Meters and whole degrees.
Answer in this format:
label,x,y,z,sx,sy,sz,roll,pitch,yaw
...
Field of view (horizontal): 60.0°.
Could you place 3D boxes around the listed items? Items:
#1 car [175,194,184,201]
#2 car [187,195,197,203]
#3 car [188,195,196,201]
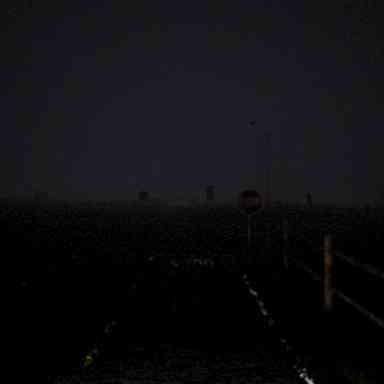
label,x,y,z,sx,sy,sz,roll,pitch,yaw
car,-2.711,1.127,72.509,1.882,1.535,5.008,0,0,0
car,0.038,1.552,68.331,1.812,1.442,4.674,0,0,0
car,0.044,1.370,78.337,1.837,1.490,4.892,0,0,0
